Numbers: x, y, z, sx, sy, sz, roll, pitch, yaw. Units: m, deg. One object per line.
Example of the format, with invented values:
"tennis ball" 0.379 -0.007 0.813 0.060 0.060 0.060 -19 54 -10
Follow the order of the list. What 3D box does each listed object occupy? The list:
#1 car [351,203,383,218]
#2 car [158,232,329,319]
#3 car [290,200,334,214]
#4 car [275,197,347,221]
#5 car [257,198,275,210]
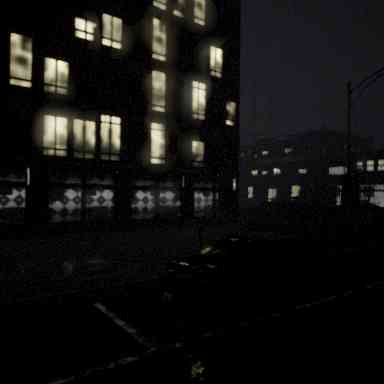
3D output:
"car" 16.600 1.712 32.630 1.887 1.381 4.507 2 0 -36
"car" 1.334 1.622 7.508 4.313 1.339 1.947 1 0 -36
"car" 13.316 1.680 37.098 1.802 1.307 4.206 2 0 -36
"car" 9.856 1.353 27.669 2.192 1.841 5.009 2 0 -36
"car" 10.035 1.468 41.570 1.967 1.590 4.097 2 0 -36
